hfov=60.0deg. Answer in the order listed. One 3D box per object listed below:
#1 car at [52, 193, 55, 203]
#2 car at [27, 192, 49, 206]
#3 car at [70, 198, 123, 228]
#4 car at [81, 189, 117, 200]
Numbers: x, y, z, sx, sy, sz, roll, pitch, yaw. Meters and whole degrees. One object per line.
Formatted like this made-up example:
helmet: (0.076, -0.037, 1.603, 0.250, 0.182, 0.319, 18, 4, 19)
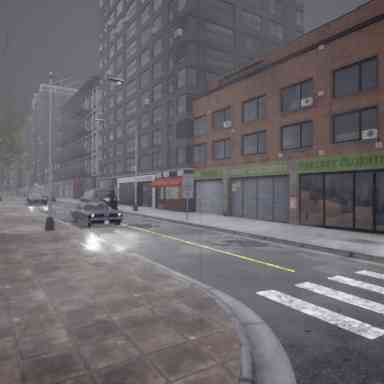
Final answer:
car: (-22.629, 0.706, 51.706, 2.097, 1.767, 4.553, 0, 0, -31)
car: (-18.695, 0.857, 40.168, 1.882, 1.535, 5.008, 0, 0, -32)
car: (-5.688, 1.268, 19.494, 1.895, 1.301, 4.718, 0, 1, -32)
car: (-8.279, 0.772, 29.119, 2.150, 2.045, 5.566, 0, 1, -32)
